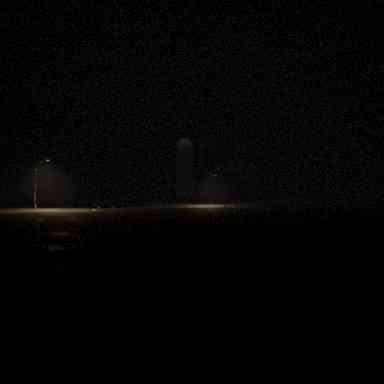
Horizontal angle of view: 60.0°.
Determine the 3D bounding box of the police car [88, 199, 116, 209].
[{"bbox_3d":[-15.836,2.126,58.788,1.930,1.638,5.238,1,-1,36],"label":"police car"}]
